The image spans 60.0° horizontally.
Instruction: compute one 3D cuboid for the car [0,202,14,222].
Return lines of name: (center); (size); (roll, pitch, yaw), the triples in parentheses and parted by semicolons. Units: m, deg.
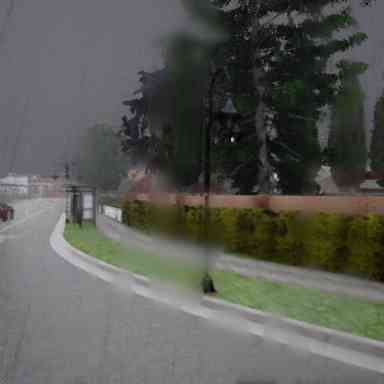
car: (-17.588, 1.710, 30.153); (2.097, 1.767, 4.553); (0, -1, -20)
